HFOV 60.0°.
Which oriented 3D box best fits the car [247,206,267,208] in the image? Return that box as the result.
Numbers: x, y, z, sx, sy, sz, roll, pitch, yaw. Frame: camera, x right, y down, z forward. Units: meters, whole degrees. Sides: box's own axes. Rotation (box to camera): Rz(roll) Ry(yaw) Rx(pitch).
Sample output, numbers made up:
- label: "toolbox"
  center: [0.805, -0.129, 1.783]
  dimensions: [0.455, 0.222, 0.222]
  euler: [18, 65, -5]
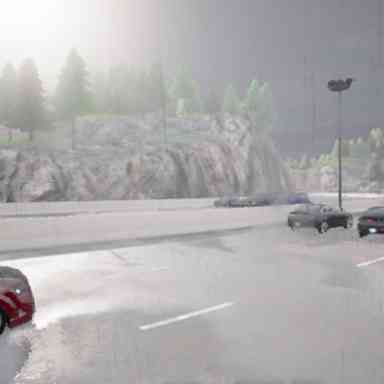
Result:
- label: "car"
  center: [8.355, 1.118, 39.241]
  dimensions: [2.150, 2.045, 5.566]
  euler: [0, 1, 44]

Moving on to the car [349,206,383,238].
- label: "car"
  center: [9.831, 1.434, 16.318]
  dimensions: [4.892, 1.490, 1.837]
  euler: [0, 0, -41]

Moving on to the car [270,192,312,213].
- label: "car"
  center: [11.158, 1.109, 37.105]
  dimensions: [2.150, 2.045, 5.566]
  euler: [0, 1, 44]

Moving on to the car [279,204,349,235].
- label: "car"
  center: [7.277, 1.429, 18.719]
  dimensions: [4.902, 1.511, 2.128]
  euler: [0, 0, -41]

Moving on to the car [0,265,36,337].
- label: "car"
  center: [-4.613, 1.578, 4.861]
  dimensions: [4.181, 1.385, 1.994]
  euler: [0, 0, -35]
